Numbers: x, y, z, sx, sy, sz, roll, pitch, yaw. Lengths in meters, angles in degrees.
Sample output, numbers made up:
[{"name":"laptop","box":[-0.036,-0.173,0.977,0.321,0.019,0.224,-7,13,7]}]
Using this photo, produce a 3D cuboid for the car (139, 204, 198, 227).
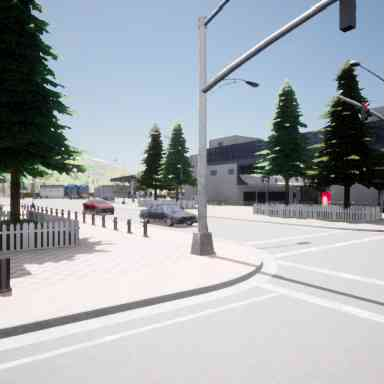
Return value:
[{"name":"car","box":[-1.790,1.563,23.252,2.033,1.411,5.357,0,0,-37]}]

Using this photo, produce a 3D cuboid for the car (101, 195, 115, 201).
[{"name":"car","box":[-20.905,1.400,82.753,1.970,1.475,3.806,0,0,-37]}]

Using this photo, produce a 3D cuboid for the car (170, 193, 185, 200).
[{"name":"car","box":[-3.866,1.113,85.958,1.932,1.855,4.605,0,0,-37]}]

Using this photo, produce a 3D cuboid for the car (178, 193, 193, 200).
[{"name":"car","box":[-1.776,1.092,88.018,1.905,1.878,3.866,0,0,-37]}]

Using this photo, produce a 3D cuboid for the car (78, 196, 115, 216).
[{"name":"car","box":[-9.437,1.493,33.412,1.882,1.535,5.008,0,1,-37]}]

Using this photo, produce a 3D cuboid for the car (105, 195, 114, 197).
[{"name":"car","box":[-18.887,1.389,75.015,1.845,1.501,3.633,0,0,-37]}]
